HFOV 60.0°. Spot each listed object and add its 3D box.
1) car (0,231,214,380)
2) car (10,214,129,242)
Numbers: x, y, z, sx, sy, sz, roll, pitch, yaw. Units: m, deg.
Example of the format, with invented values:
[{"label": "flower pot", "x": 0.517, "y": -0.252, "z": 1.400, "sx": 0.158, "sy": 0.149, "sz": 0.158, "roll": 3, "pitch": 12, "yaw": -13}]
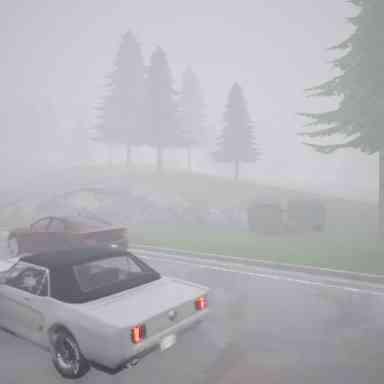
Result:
[{"label": "car", "x": -2.098, "y": 1.601, "z": 5.487, "sx": 4.718, "sy": 1.301, "sz": 1.895, "roll": 0, "pitch": 0, "yaw": 36}, {"label": "car", "x": -4.353, "y": 1.478, "z": 11.396, "sx": 5.008, "sy": 1.535, "sz": 1.882, "roll": 0, "pitch": 0, "yaw": 36}]
